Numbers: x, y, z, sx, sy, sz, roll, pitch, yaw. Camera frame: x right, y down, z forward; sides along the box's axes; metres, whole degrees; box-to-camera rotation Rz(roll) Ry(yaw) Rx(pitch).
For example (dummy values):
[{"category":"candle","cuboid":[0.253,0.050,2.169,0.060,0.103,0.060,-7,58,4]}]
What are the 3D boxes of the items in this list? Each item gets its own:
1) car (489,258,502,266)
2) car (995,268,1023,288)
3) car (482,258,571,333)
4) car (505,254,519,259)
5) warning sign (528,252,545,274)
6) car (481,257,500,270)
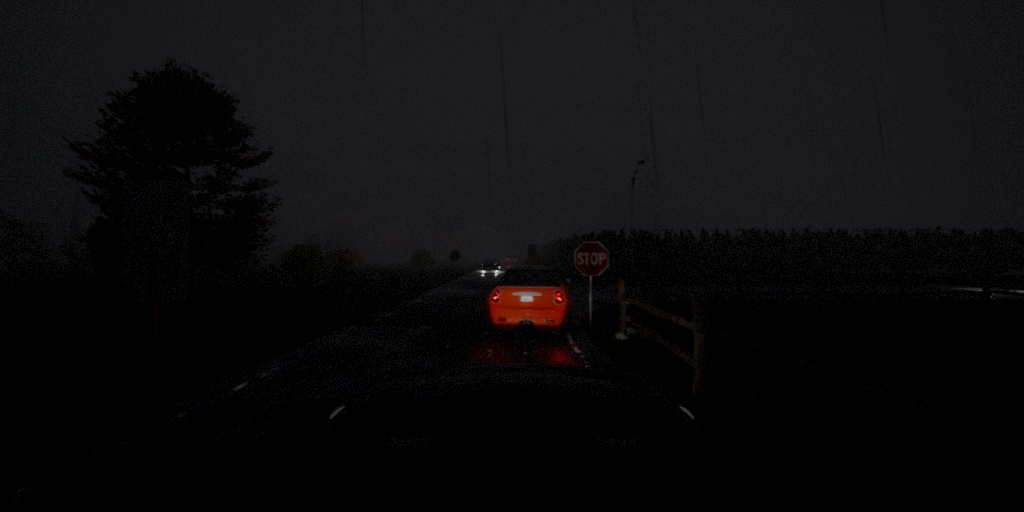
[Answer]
[{"category":"car","cuboid":[-2.806,1.045,62.977,2.033,1.411,5.357,0,0,1]},{"category":"car","cuboid":[31.910,1.204,21.271,5.008,1.535,1.882,0,0,-1]},{"category":"car","cuboid":[0.707,1.070,10.941,2.097,1.767,4.553,0,0,9]},{"category":"car","cuboid":[-0.015,0.709,64.936,2.150,2.045,5.566,0,0,0]},{"category":"warning sign","cuboid":[2.442,0.751,33.292,1.300,1.860,1.060,0,0,0]},{"category":"car","cuboid":[-2.847,0.932,46.683,2.097,1.767,4.553,0,0,0]}]
